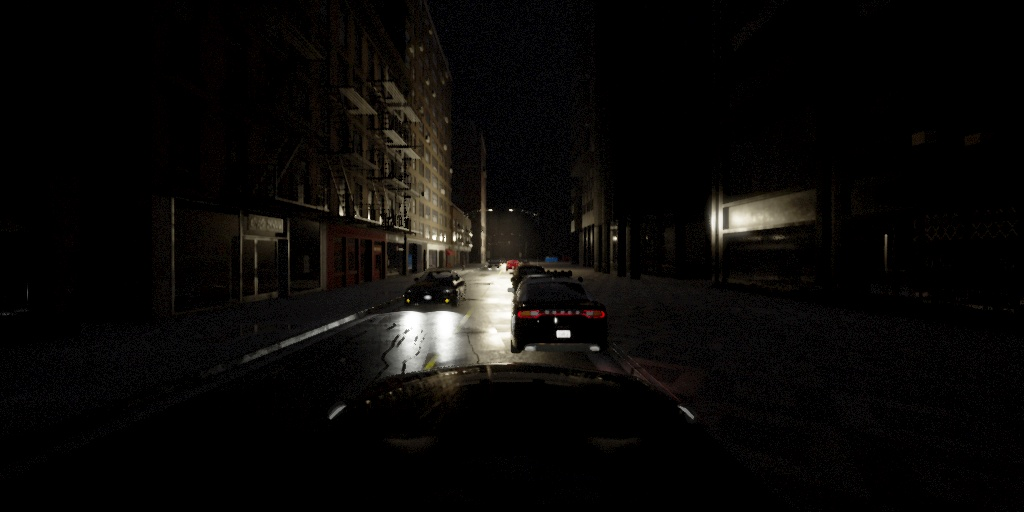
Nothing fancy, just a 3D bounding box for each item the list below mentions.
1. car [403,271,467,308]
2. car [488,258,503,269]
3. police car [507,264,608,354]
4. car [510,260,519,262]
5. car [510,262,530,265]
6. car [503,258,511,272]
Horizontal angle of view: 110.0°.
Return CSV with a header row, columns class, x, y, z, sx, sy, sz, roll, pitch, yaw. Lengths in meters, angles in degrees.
class,x,y,z,sx,sy,sz,roll,pitch,yaw
car,-3.071,1.308,15.035,1.994,1.385,4.181,0,0,0
car,-2.940,1.316,59.070,2.033,1.411,5.357,0,0,0
police car,0.914,1.172,8.919,1.930,1.638,5.238,0,0,0
car,0.955,1.200,25.000,1.801,1.575,5.366,0,0,0
car,0.940,1.249,18.809,1.837,1.490,4.892,0,0,0
car,0.148,1.283,47.410,1.812,1.442,4.674,0,0,1
